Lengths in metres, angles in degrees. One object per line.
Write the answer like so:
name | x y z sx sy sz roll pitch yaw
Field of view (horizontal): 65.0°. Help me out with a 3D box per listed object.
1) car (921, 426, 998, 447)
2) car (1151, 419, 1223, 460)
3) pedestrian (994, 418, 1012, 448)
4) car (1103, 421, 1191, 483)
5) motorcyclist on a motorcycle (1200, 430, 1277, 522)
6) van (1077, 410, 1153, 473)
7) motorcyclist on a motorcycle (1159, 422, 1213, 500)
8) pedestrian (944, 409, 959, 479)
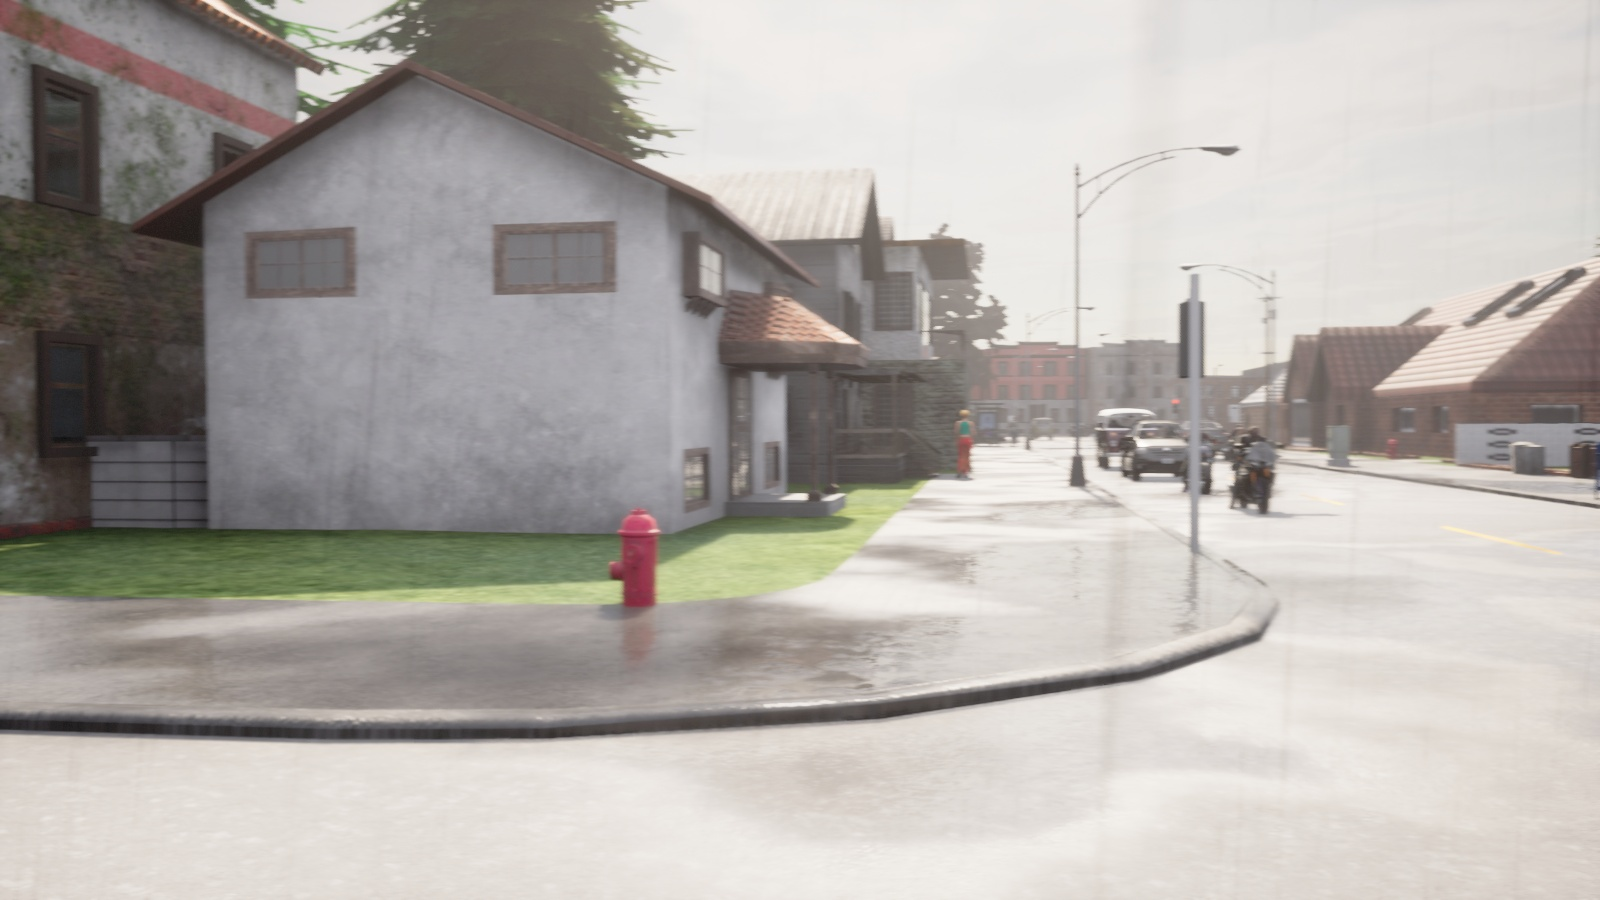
car | 11.357 -0.976 89.408 5.357 1.411 2.033 0 1 10
car | 16.145 -0.467 52.645 2.152 1.651 5.027 0 1 8
pedestrian | 12.450 -1.053 77.035 0.874 1.855 0.900 1 1 23
car | 9.515 0.015 34.701 1.851 1.617 3.988 0 1 8
motorcyclist on a motorcycle | 7.703 0.411 22.151 0.866 1.530 2.191 0 1 8
van | 10.726 -0.333 43.094 2.069 2.038 4.480 0 1 8
motorcyclist on a motorcycle | 8.519 0.210 27.800 0.766 1.649 2.350 0 1 8
pedestrian | 4.035 -0.158 33.447 0.345 1.836 0.594 0 1 12
